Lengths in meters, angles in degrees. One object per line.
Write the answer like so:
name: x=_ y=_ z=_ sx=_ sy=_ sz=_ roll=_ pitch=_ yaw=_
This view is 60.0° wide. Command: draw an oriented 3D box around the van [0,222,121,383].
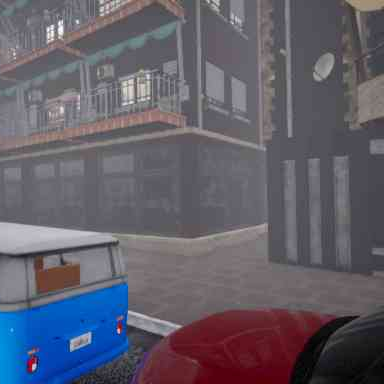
van: x=-2.683 y=1.343 z=4.588 sx=3.998 sy=1.788 sz=1.690 roll=0 pitch=-1 yaw=35

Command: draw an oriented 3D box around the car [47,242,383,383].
car: x=1.840 y=1.315 z=1.403 sx=5.009 sy=1.841 sz=2.192 roll=0 pitch=-1 yaw=35
